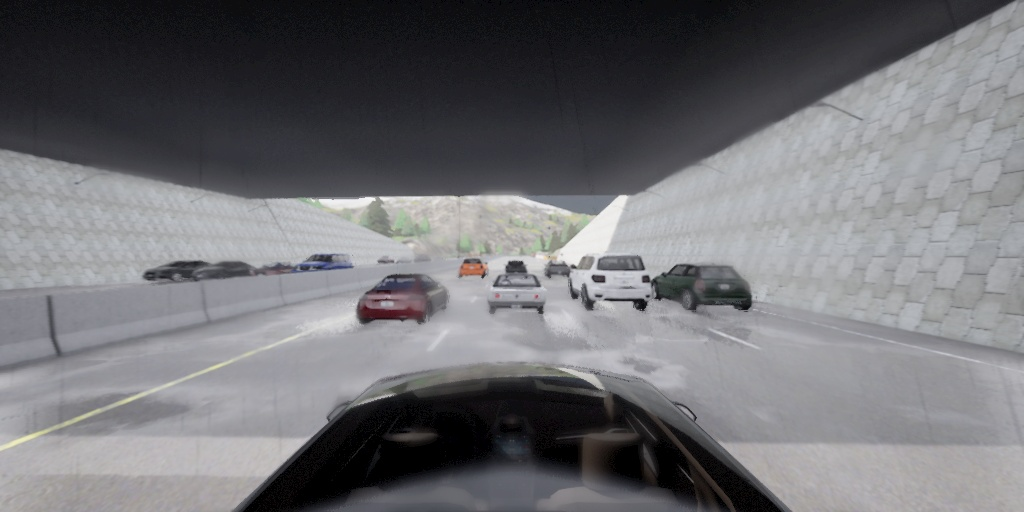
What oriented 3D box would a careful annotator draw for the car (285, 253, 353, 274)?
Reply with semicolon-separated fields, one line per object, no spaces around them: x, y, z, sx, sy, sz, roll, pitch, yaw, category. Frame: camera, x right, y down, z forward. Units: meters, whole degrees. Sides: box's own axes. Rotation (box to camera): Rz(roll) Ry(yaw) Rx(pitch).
-13.910;0.803;26.753;2.150;2.045;5.566;0;0;0;car

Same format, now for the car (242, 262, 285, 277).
-17.408;1.134;26.795;1.994;1.385;4.181;0;0;1;car

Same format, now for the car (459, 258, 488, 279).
-3.180;0.935;30.572;2.097;1.767;4.553;0;0;1;car

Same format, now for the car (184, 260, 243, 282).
-20.908;1.089;26.409;1.812;1.442;4.674;0;0;0;car

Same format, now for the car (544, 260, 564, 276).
3.822;1.091;30.797;2.128;1.511;4.902;0;0;1;car

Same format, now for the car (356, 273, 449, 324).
-3.341;1.251;11.672;1.994;1.385;4.181;0;0;1;car

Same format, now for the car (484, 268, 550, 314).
0.177;1.287;13.462;1.895;1.301;4.718;0;0;1;car

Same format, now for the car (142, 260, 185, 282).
-24.409;1.059;26.631;1.837;1.490;4.892;0;0;1;car

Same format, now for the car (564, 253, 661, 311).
3.686;0.911;14.372;2.150;2.045;5.566;0;0;1;car

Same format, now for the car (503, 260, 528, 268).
0.323;1.095;30.884;1.837;1.490;4.892;0;0;1;car

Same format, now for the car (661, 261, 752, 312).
7.183;1.050;14.190;2.097;1.767;4.553;0;0;1;car
